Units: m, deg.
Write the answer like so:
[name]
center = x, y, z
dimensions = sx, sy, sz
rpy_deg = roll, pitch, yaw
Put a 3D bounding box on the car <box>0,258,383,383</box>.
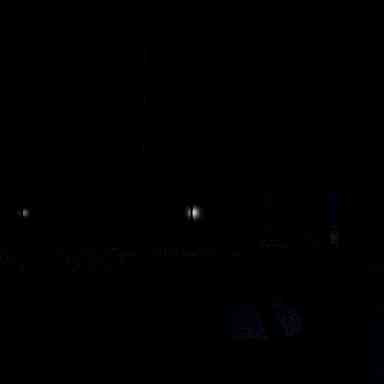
[car]
center = -0.296, 1.547, 3.830
dimensions = 5.357, 1.411, 2.033
rpy_deg = 0, 0, -4
